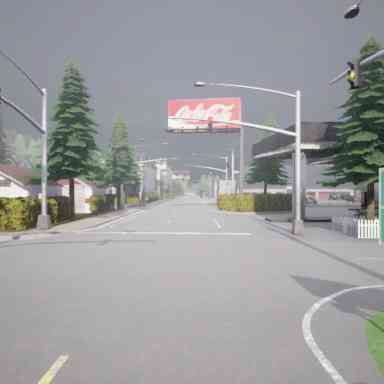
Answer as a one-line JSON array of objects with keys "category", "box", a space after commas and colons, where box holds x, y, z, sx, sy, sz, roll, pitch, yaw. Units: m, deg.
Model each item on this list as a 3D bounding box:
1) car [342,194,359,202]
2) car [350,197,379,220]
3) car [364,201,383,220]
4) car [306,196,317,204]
[{"category": "car", "box": [34.953, 1.489, 71.732, 2.007, 1.523, 4.514, 0, 0, 0]}, {"category": "car", "box": [14.385, 1.504, 24.887, 3.866, 1.878, 1.905, 0, 0, 0]}, {"category": "car", "box": [18.715, 1.672, 30.554, 4.611, 1.667, 2.242, 0, 0, 0]}, {"category": "car", "box": [22.544, 1.552, 63.948, 1.970, 1.475, 3.806, 0, 0, 0]}]
